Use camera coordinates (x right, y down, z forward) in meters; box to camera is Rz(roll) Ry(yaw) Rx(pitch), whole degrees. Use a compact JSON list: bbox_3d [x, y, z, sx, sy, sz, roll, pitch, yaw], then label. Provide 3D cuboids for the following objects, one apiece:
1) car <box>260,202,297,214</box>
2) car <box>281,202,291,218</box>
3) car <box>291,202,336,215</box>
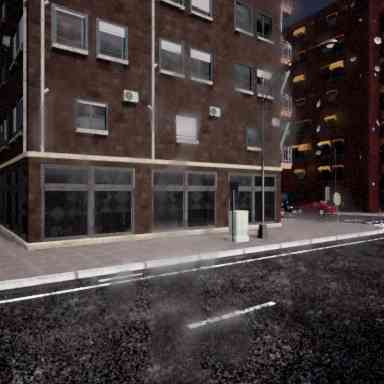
[{"bbox_3d":[10.853,1.920,41.920,1.947,1.339,4.313,-1,0,-36],"label":"car"},{"bbox_3d":[7.205,1.862,32.719,1.802,1.307,4.206,-1,0,-36],"label":"car"},{"bbox_3d":[13.970,1.828,37.607,1.887,1.381,4.507,-1,0,-36],"label":"car"}]
